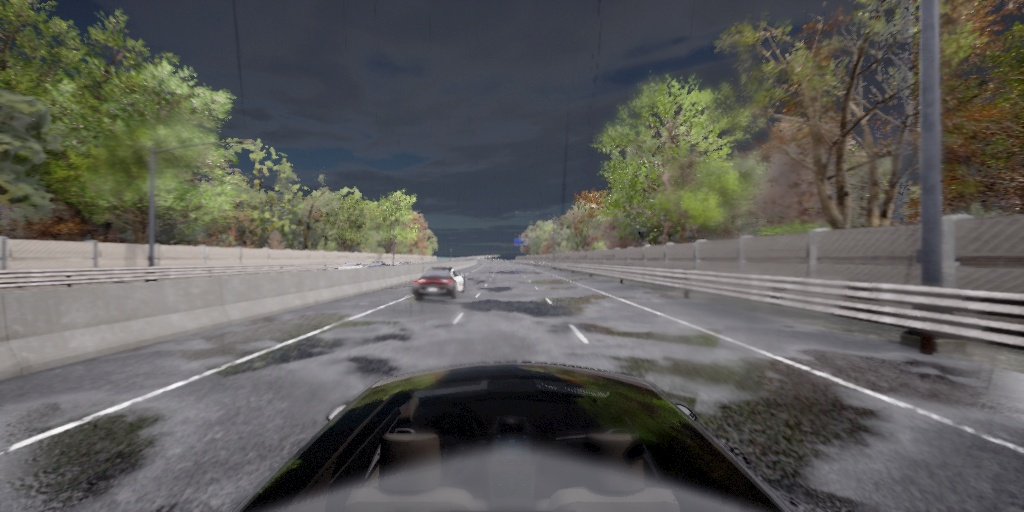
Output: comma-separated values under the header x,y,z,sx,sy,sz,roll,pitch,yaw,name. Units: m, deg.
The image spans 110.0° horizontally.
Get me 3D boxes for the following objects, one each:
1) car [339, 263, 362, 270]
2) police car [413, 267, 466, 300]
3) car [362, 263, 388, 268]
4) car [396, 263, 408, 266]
x,y,z,sx,sy,sz,roll,pitch,yaw,name
-21.624,1.628,48.393,1.812,1.442,4.674,0,0,-1,car
-3.580,1.370,18.549,2.038,1.542,4.974,0,0,-1,police car
-18.132,1.624,48.562,1.812,1.442,4.674,0,0,-1,car
-14.631,1.655,48.389,1.994,1.385,4.181,0,0,-1,car
